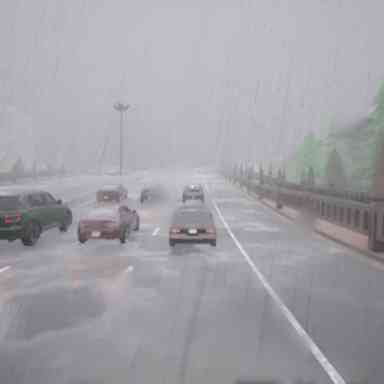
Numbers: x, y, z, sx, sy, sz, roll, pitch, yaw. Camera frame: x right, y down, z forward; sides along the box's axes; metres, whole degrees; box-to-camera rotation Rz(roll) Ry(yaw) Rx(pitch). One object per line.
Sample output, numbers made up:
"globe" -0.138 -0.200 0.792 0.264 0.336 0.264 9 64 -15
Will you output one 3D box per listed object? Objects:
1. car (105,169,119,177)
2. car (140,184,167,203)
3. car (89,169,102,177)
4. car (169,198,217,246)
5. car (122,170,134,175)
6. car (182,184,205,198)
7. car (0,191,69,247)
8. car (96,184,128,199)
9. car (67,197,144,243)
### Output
"car" -17.148 -4.110 71.231 1.812 1.442 4.674 0 6 0
"car" -3.375 0.014 29.208 1.837 1.490 4.892 0 6 0
"car" -20.648 -4.133 71.248 1.837 1.490 4.892 0 6 0
"car" 0.040 1.265 13.915 2.033 1.411 5.357 0 3 0
"car" -13.648 -4.082 71.215 1.994 1.385 4.181 0 6 0
"car" 0.125 -0.001 29.173 2.128 1.511 4.902 0 6 0
"car" -6.961 0.936 13.955 2.150 2.045 5.566 0 3 0
"car" -6.878 0.005 29.011 1.882 1.535 5.008 0 6 0
"car" -3.455 1.226 14.299 1.812 1.442 4.674 0 3 0
